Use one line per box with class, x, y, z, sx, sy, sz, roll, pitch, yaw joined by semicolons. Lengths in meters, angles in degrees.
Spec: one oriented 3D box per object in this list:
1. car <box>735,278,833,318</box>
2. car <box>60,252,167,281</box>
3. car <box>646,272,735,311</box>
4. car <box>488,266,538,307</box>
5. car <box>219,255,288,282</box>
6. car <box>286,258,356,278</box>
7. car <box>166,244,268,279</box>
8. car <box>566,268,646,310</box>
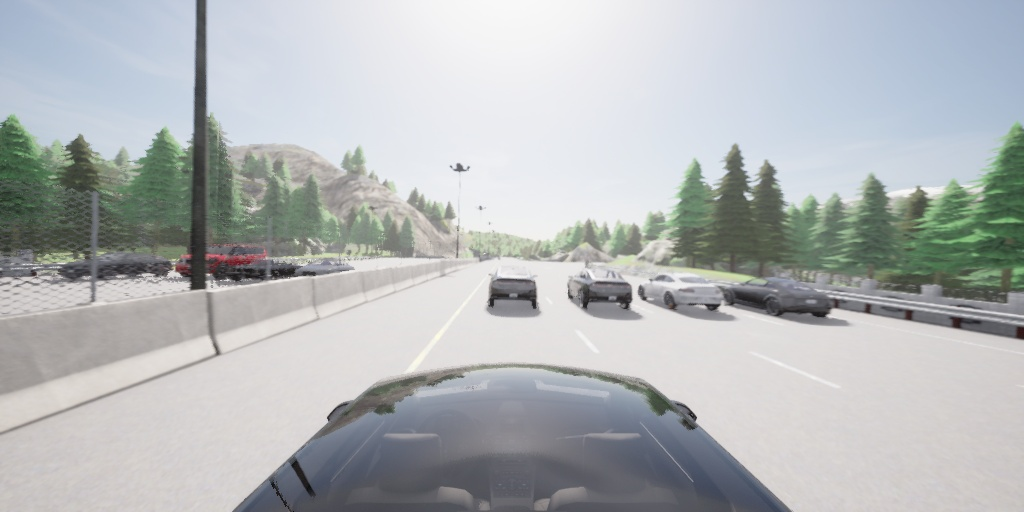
car;10.519;1.566;14.649;1.994;1.385;4.181;2;0;-1
car;-21.209;0.480;19.562;1.812;1.442;4.674;2;0;-1
car;6.996;1.411;15.298;1.812;1.442;4.674;2;0;-1
car;0.021;1.155;14.920;2.128;1.511;4.902;2;0;-1
car;-14.230;0.770;21.085;1.895;1.301;4.718;2;0;0
car;-10.730;0.847;20.934;1.994;1.385;4.181;2;0;0
car;-17.724;0.273;22.433;2.150;2.045;5.566;2;0;-1
car;3.517;1.266;15.074;2.128;1.511;4.902;2;0;-1
